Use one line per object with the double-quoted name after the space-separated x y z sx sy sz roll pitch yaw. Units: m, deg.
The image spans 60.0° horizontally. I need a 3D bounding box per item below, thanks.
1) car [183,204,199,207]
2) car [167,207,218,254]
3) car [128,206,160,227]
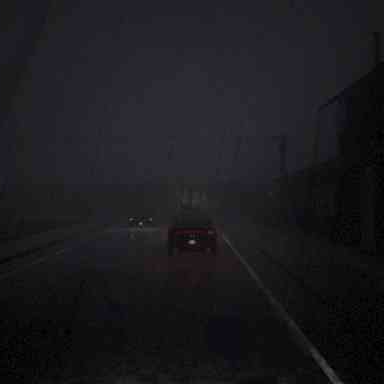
-0.106 1.797 28.366 2.128 1.511 4.902 0 -1 -3 "car"
0.032 1.629 14.207 1.882 1.535 5.008 0 0 1 "car"
-3.504 1.820 25.533 2.033 1.411 5.357 0 -1 0 "car"
